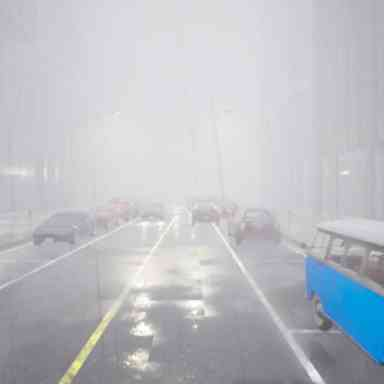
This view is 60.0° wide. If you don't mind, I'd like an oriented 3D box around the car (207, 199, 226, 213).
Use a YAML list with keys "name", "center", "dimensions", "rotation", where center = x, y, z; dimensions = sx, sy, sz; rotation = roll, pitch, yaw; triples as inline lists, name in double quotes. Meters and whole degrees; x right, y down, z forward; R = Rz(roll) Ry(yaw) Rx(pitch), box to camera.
- name: "car"
  center: [2.769, 1.566, 38.130]
  dimensions: [1.887, 1.381, 4.507]
  rotation: [0, 0, 0]

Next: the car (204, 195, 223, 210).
- name: "car"
  center: [2.771, 1.339, 43.767]
  dimensions: [2.192, 1.841, 5.009]
  rotation: [0, 0, 0]

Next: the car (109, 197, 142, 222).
- name: "car"
  center: [-5.756, 1.329, 26.848]
  dimensions: [2.192, 1.841, 5.009]
  rotation: [0, 0, 0]

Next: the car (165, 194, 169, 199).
- name: "car"
  center: [-5.753, 1.474, 60.666]
  dimensions: [1.967, 1.590, 4.097]
  rotation: [0, 0, 0]

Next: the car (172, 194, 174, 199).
- name: "car"
  center: [-5.751, 1.570, 77.405]
  dimensions: [1.752, 1.417, 4.829]
  rotation: [0, 0, 0]

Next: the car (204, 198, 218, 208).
- name: "car"
  center: [2.770, 1.593, 49.404]
  dimensions: [1.947, 1.339, 4.313]
  rotation: [0, 0, 0]

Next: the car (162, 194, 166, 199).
- name: "car"
  center: [-5.754, 1.556, 54.860]
  dimensions: [1.752, 1.417, 4.829]
  rotation: [0, 0, 0]

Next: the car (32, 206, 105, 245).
- name: "car"
  center: [-5.758, 1.574, 15.575]
  dimensions: [1.947, 1.339, 4.313]
  rotation: [0, 0, 0]

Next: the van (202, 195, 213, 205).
- name: "van"
  center: [2.772, 1.375, 60.677]
  dimensions: [1.690, 1.788, 3.998]
  rotation: [0, 0, 0]

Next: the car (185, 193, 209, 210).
- name: "car"
  center: [0.655, 1.374, 39.807]
  dimensions: [2.097, 1.767, 4.553]
  rotation: [0, 0, -5]

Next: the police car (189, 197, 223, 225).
- name: "police car"
  center: [0.903, 1.438, 24.038]
  dimensions: [1.930, 1.638, 5.238]
  rotation: [0, 0, 0]

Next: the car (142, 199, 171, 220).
- name: "car"
  center: [-3.096, 1.562, 28.177]
  dimensions: [2.033, 1.411, 5.357]
  rotation: [0, 0, 0]

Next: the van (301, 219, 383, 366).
- name: "van"
  center: [2.767, 1.343, 4.310]
  dimensions: [1.690, 1.788, 3.998]
  rotation: [0, 0, 0]

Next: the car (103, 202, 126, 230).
- name: "car"
  center: [-5.757, 1.556, 21.212]
  dimensions: [1.887, 1.381, 4.507]
  rotation: [0, 0, 0]

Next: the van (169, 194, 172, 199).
- name: "van"
  center: [-5.751, 1.382, 71.939]
  dimensions: [1.690, 1.788, 3.998]
  rotation: [0, 0, 0]

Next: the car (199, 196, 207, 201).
- name: "car"
  center: [2.774, 1.594, 83.224]
  dimensions: [1.887, 1.381, 4.507]
  rotation: [0, 0, 0]

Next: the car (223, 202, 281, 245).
- name: "car"
  center: [2.767, 1.448, 15.583]
  dimensions: [1.967, 1.590, 4.097]
  rotation: [0, 0, 0]

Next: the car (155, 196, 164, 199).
- name: "car"
  center: [-5.754, 1.578, 49.394]
  dimensions: [2.008, 1.369, 4.403]
  rotation: [0, 0, 0]

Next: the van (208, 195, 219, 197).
- name: "van"
  center: [2.770, 1.359, 32.493]
  dimensions: [1.690, 1.788, 3.998]
  rotation: [0, 0, 0]

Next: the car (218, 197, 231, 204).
- name: "car"
  center: [2.769, 1.455, 26.857]
  dimensions: [1.967, 1.590, 4.097]
  rotation: [0, 0, 0]

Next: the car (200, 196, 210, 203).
- name: "car"
  center: [2.773, 1.607, 71.951]
  dimensions: [1.947, 1.339, 4.313]
  rotation: [0, 0, 0]
